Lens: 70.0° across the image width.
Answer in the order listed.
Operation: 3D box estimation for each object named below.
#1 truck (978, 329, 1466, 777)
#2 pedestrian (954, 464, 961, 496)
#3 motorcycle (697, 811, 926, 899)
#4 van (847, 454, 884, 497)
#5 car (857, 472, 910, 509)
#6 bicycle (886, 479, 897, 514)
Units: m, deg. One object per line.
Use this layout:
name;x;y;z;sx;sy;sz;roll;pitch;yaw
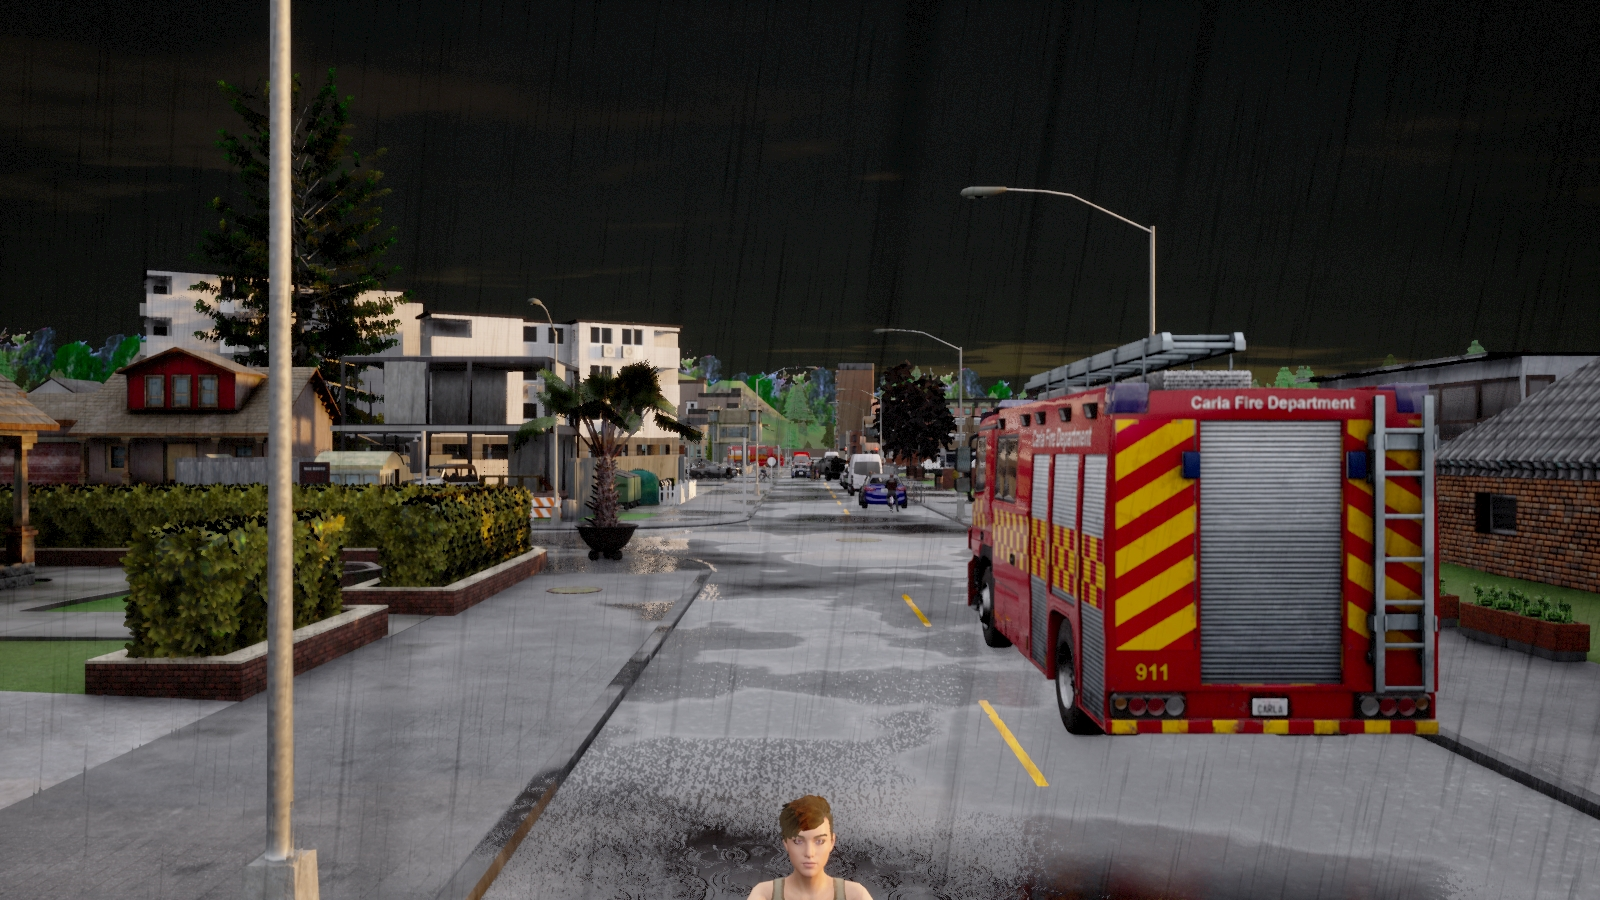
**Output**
truck;4.261;0.889;13.994;2.891;3.827;8.468;0;0;0
pedestrian;9.294;1.744;67.324;0.375;1.860;0.375;0;0;0
motorcycle;0.039;2.155;3.558;0.764;1.307;2.356;0;0;0
van;4.045;1.534;71.355;1.988;2.561;5.915;0;0;0
car;4.046;1.967;56.171;2.242;1.667;4.611;0;0;0
bicycle;4.077;2.060;50.936;0.329;1.471;1.835;0;0;0
